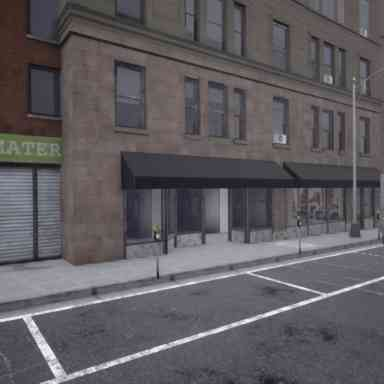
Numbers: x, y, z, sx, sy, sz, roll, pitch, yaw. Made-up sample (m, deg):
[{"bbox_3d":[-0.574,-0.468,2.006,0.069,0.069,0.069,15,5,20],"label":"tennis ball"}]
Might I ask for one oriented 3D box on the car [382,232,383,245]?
[{"bbox_3d":[9.291,1.539,13.207,4.507,1.381,1.887,0,-1,-36],"label":"car"}]
